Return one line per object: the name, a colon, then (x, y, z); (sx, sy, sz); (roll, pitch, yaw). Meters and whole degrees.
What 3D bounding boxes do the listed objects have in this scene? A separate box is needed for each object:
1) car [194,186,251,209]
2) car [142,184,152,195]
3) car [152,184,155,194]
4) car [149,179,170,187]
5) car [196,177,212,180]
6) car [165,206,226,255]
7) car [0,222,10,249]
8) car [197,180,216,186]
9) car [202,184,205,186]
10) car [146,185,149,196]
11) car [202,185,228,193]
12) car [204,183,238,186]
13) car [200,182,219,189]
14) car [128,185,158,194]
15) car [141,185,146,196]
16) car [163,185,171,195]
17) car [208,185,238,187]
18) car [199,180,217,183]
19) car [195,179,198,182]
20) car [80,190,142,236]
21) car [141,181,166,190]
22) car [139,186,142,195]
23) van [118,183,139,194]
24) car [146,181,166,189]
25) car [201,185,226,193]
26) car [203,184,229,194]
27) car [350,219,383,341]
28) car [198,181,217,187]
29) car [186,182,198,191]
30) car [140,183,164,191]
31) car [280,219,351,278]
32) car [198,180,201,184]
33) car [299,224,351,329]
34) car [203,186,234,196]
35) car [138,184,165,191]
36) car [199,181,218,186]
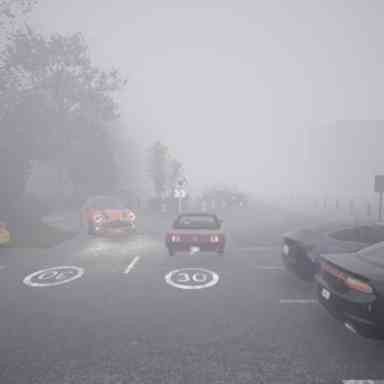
car: (2.519, 0.538, 27.850); (1.837, 1.490, 4.892); (1, 2, -32)
car: (-9.004, -0.036, 48.785); (5.366, 1.575, 1.946); (0, 2, 0)
car: (-9.003, -0.119, 51.579); (5.366, 1.575, 1.946); (0, 2, 0)
car: (-8.777, -2.478, 90.531); (5.566, 2.045, 2.435); (0, 4, 0)
car: (4.245, -2.286, 87.788); (5.566, 2.045, 2.435); (0, 4, 0)
car: (0.237, 1.433, 12.474); (1.895, 1.301, 4.718); (0, 1, 3)
car: (-8.539, 1.344, 10.548); (5.008, 1.535, 2.097); (0, 1, 0)
car: (4.090, -2.426, 93.359); (5.366, 1.575, 1.946); (0, 4, 0)
car: (4.266, 0.039, 46.051); (5.008, 1.535, 2.097); (0, 2, 0)
car: (-8.848, 0.070, 45.994); (4.792, 1.488, 2.163); (0, 1, 0)
car: (4.295, -0.523, 62.774); (4.792, 1.488, 2.163); (0, 3, 0)
car: (4.228, -0.023, 43.270); (4.553, 1.767, 2.185); (0, 1, 0)
car: (4.301, -1.622, 82.252); (4.792, 1.488, 2.163); (0, 4, 0)
car: (-8.810, -0.423, 59.810); (5.008, 1.535, 2.097); (0, 2, 0)
car: (-8.823, 0.146, 43.083); (4.674, 1.452, 2.002); (0, 1, 0)
car: (-3.842, -0.454, 57.474); (2.097, 1.767, 4.553); (0, 2, 0)
car: (4.287, 0.245, 37.704); (4.792, 1.488, 2.163); (0, 1, 0)
car: (4.237, -1.098, 71.111); (4.553, 1.767, 2.185); (0, 3, 0)
car: (-0.269, -1.633, 78.046); (2.097, 1.767, 4.553); (0, 4, 0)
car: (-4.301, 1.050, 16.762); (2.097, 1.767, 4.553); (-1, 3, -26)
car: (-8.838, -1.537, 76.504); (5.566, 2.045, 2.435); (0, 3, 0)
car: (-8.824, 0.202, 40.299); (4.674, 1.452, 2.002); (0, 1, 0)
van: (-8.695, -0.008, 37.620); (4.442, 1.987, 1.878); (1, 1, 0)
car: (-8.839, -1.766, 82.081); (4.553, 1.767, 2.185); (0, 4, 0)
car: (4.238, -0.654, 65.559); (4.792, 1.488, 2.163); (0, 3, 0)
car: (4.296, -0.555, 59.982); (4.553, 1.767, 2.185); (0, 2, 0)
car: (4.511, 1.197, 2.352); (5.566, 2.045, 2.435); (0, 1, 0)
car: (4.280, -2.229, 90.582); (5.008, 1.535, 2.097); (0, 4, 0)
car: (-0.271, -0.782, 68.792); (2.033, 1.411, 5.357); (0, 3, 0)
car: (-8.816, -1.121, 73.735); (5.008, 1.535, 2.097); (0, 3, 0)
car: (4.566, 1.408, 7.908); (4.792, 1.488, 2.163); (0, 1, 0)
car: (4.276, -1.470, 79.469); (5.008, 1.535, 2.097); (0, 4, 0)
car: (4.533, 1.413, 5.131); (5.008, 1.535, 2.097); (0, 1, 0)
car: (4.292, -0.179, 54.411); (4.792, 1.488, 2.163); (0, 2, 0)
car: (-8.626, -0.967, 70.950); (5.366, 1.575, 1.946); (0, 3, 0)
car: (4.233, -0.285, 48.837); (5.566, 2.045, 2.435); (0, 2, 0)
